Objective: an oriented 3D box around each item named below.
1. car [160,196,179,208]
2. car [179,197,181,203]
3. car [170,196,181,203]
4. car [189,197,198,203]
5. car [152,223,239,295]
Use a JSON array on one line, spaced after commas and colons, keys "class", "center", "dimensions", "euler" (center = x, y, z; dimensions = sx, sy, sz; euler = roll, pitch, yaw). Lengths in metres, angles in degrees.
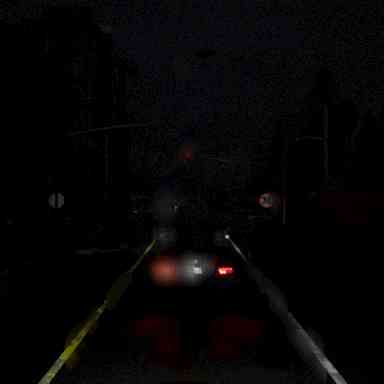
[{"class": "car", "center": [-3.491, 1.491, 48.279], "dimensions": [2.128, 1.511, 4.902], "euler": [0, 0, 0]}, {"class": "car", "center": [-3.453, 1.601, 58.215], "dimensions": [1.895, 1.301, 4.718], "euler": [0, 0, 0]}, {"class": "car", "center": [-3.352, 1.547, 68.862], "dimensions": [2.033, 1.411, 5.357], "euler": [0, 0, 0]}, {"class": "car", "center": [0.251, 1.601, 69.621], "dimensions": [1.895, 1.301, 4.718], "euler": [0, 0, 0]}, {"class": "car", "center": [0.078, 1.547, 8.849], "dimensions": [2.033, 1.411, 5.357], "euler": [0, 0, 0]}]
